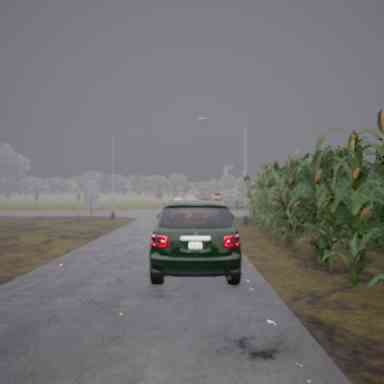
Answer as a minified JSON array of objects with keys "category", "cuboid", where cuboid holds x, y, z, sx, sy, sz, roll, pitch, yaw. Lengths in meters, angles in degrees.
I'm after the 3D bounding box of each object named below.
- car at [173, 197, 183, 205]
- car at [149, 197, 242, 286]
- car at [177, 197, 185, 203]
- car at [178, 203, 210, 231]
[{"category":"car","cuboid":[-2.672,1.767,65.519,1.812,1.442,4.674,0,0,1]},{"category":"car","cuboid":[0.096,1.244,9.659,2.150,2.045,5.566,0,-1,0]},{"category":"car","cuboid":[-2.624,1.861,80.888,1.994,1.385,4.181,0,0,0]},{"category":"car","cuboid":[0.117,1.548,22.225,1.882,1.535,5.008,0,0,0]}]
